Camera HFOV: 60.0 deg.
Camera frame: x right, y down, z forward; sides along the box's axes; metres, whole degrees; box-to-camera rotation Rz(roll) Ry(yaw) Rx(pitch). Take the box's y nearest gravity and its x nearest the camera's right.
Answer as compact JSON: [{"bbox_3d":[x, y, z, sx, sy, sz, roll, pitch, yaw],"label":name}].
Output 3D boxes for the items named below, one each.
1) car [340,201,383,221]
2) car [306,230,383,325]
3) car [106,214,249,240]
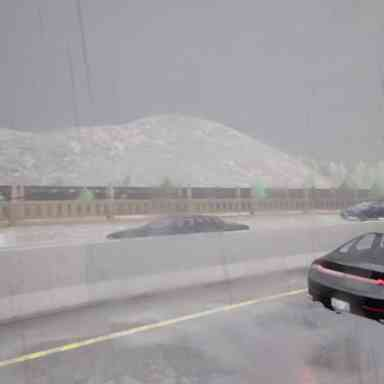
[{"bbox_3d":[14.152,1.481,26.664,4.674,1.442,1.812,0,0,-21],"label":"car"},{"bbox_3d":[4.302,1.483,6.263,4.902,1.511,2.128,0,0,-31],"label":"car"},{"bbox_3d":[-0.325,1.504,11.922,5.357,1.411,2.033,0,0,-31],"label":"car"}]
